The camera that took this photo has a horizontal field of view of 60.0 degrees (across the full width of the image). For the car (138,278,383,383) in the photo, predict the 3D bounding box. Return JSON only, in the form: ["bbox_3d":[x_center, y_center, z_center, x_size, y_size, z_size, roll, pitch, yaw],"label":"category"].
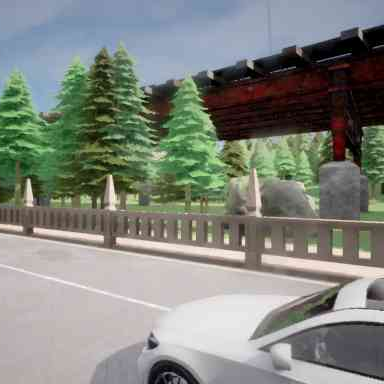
[{"bbox_3d":[1.627,1.526,2.831,4.674,1.442,1.812,0,0,36],"label":"car"}]
